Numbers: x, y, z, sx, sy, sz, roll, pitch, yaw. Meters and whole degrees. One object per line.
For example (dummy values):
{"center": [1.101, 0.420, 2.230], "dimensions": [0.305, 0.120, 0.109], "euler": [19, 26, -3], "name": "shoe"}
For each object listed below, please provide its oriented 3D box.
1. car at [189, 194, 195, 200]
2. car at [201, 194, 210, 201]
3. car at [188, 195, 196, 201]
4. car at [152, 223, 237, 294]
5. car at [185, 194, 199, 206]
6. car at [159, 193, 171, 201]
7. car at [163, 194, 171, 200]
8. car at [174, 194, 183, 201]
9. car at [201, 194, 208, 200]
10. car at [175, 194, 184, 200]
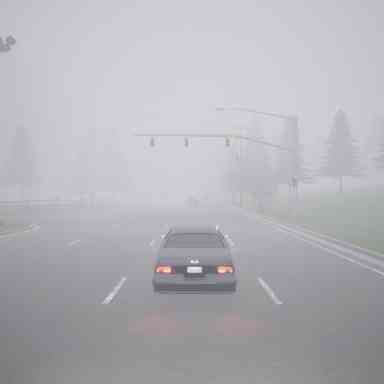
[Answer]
{"center": [-0.010, 1.310, 94.031], "dimensions": [1.882, 1.535, 5.008], "euler": [0, 0, 0], "name": "car"}
{"center": [3.491, 1.492, 83.611], "dimensions": [1.837, 1.490, 4.892], "euler": [0, 0, 0], "name": "car"}
{"center": [-0.009, 1.531, 83.611], "dimensions": [2.033, 1.411, 5.357], "euler": [0, 0, 0], "name": "car"}
{"center": [0.065, 1.547, 8.929], "dimensions": [2.033, 1.411, 5.357], "euler": [0, 0, 0], "name": "car"}
{"center": [-0.008, 1.352, 52.968], "dimensions": [2.097, 1.767, 4.553], "euler": [0, 0, 0], "name": "car"}
{"center": [-7.009, 1.217, 83.640], "dimensions": [2.150, 2.045, 5.566], "euler": [0, 0, 0], "name": "car"}
{"center": [-7.010, 1.385, 94.030], "dimensions": [1.994, 1.385, 4.181], "euler": [0, 0, 0], "name": "car"}
{"center": [-3.509, 1.517, 84.027], "dimensions": [1.812, 1.442, 4.674], "euler": [0, 0, 0], "name": "car"}
{"center": [3.490, 1.310, 94.031], "dimensions": [1.882, 1.535, 5.008], "euler": [0, 0, 0], "name": "car"}
{"center": [-3.510, 1.358, 94.030], "dimensions": [2.128, 1.511, 4.902], "euler": [0, 0, 0], "name": "car"}
